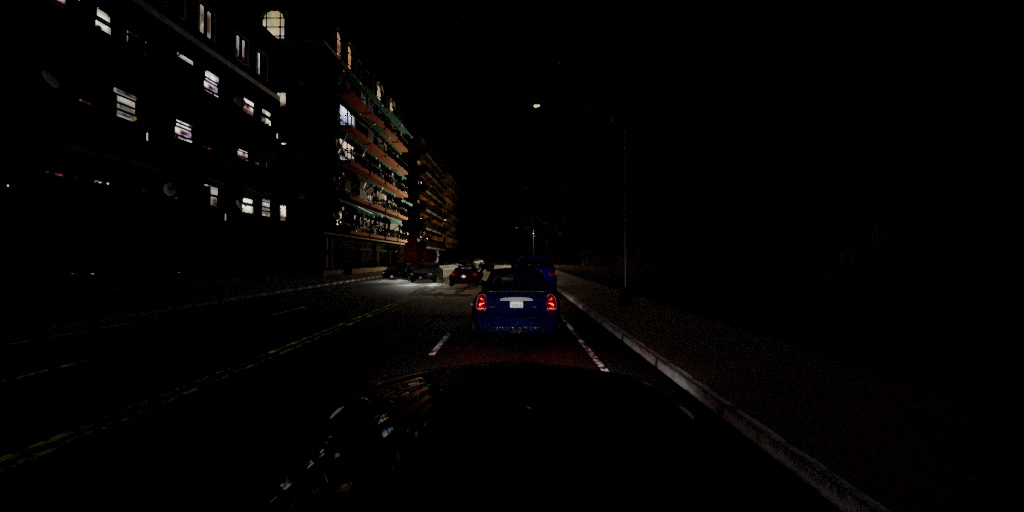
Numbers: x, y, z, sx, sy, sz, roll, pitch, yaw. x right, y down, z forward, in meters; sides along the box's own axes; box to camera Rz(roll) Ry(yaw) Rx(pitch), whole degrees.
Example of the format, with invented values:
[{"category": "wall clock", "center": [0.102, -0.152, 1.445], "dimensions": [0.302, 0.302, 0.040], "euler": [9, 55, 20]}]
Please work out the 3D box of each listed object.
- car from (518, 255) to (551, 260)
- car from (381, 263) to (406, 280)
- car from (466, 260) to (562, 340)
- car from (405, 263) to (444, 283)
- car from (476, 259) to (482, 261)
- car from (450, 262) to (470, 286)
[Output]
[{"category": "car", "center": [1.144, 0.977, 19.674], "dimensions": [2.150, 2.045, 5.566], "euler": [0, 0, 0]}, {"category": "car", "center": [-9.836, 1.299, 31.983], "dimensions": [2.033, 1.411, 5.357], "euler": [0, 0, 0]}, {"category": "car", "center": [0.101, 1.103, 10.100], "dimensions": [2.097, 1.767, 4.553], "euler": [0, 0, 0]}, {"category": "car", "center": [-6.589, 1.278, 28.125], "dimensions": [1.812, 1.442, 4.674], "euler": [0, 0, 0]}, {"category": "car", "center": [-3.130, 1.351, 44.213], "dimensions": [1.895, 1.301, 4.718], "euler": [0, 0, 0]}, {"category": "car", "center": [-3.140, 1.316, 25.254], "dimensions": [1.994, 1.385, 4.181], "euler": [0, 0, 0]}]
